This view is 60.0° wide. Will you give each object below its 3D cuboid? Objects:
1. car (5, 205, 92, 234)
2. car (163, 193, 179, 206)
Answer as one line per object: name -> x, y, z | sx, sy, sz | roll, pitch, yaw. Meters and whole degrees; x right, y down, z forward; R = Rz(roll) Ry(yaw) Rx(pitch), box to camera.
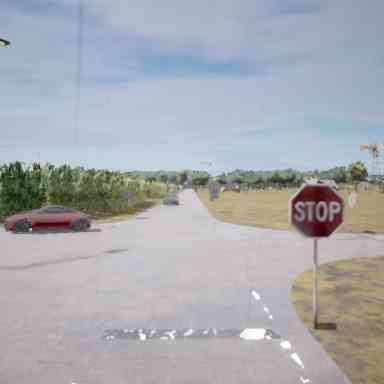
car -> -7.450, 1.397, 17.551 | 4.181, 1.385, 1.994 | 1, 1, -23
car -> -2.915, 0.985, 46.365 | 2.097, 1.767, 4.553 | 0, 1, 0
